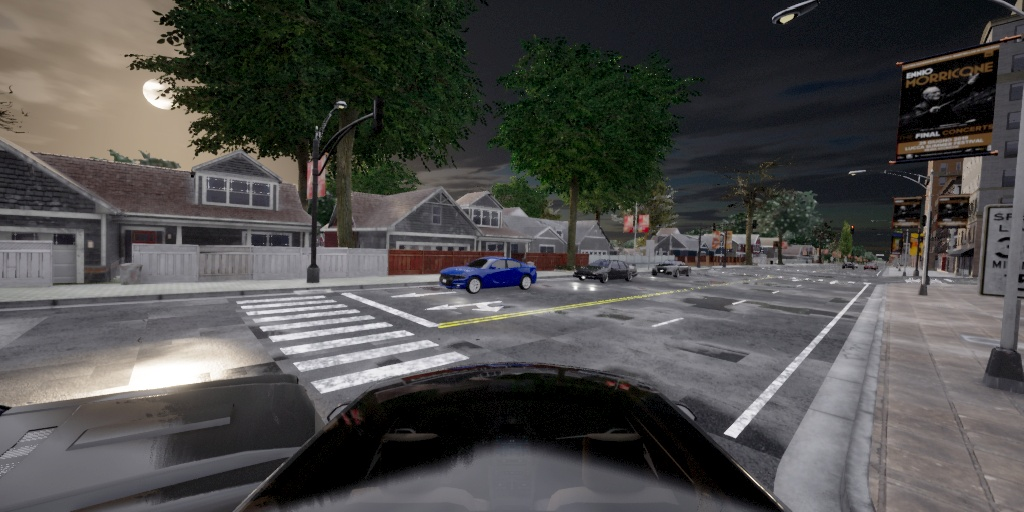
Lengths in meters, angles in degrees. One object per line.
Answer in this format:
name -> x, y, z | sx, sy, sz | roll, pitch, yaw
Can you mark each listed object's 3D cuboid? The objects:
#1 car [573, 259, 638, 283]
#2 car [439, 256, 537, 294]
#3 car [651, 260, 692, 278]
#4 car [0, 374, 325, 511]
car -> 6.249, 0.924, 23.421 | 5.357, 1.411, 2.033 | 1, 2, -43
car -> -0.980, 0.776, 16.567 | 5.008, 1.535, 1.882 | 1, 3, -43
car -> 13.509, 1.024, 30.276 | 4.181, 1.385, 1.994 | 1, 2, -44
car -> -3.317, 1.273, 1.403 | 4.718, 1.301, 1.895 | 1, 2, -33
